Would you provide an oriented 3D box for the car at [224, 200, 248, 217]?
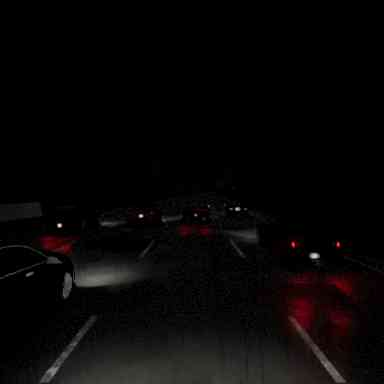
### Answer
[{"bbox_3d":[4.022,1.481,30.571,2.033,1.411,5.357,0,0,2],"label":"car"}]

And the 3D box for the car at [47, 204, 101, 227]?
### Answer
[{"bbox_3d":[-6.804,1.460,19.613,1.837,1.490,4.892,0,0,1],"label":"car"}]

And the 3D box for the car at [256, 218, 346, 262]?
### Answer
[{"bbox_3d":[3.618,1.575,12.009,1.895,1.301,4.718,0,0,0],"label":"car"}]

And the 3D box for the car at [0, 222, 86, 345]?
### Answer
[{"bbox_3d":[-3.395,1.492,5.132,1.837,1.490,4.892,0,0,0],"label":"car"}]

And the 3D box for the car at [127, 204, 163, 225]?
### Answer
[{"bbox_3d":[-3.217,1.512,23.279,1.994,1.385,4.181,0,0,1],"label":"car"}]

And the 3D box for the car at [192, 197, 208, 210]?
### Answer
[{"bbox_3d":[1.074,1.434,41.460,1.812,1.442,4.674,0,0,3],"label":"car"}]

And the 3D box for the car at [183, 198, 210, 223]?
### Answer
[{"bbox_3d":[0.336,1.422,25.207,1.882,1.535,5.008,0,0,2],"label":"car"}]
